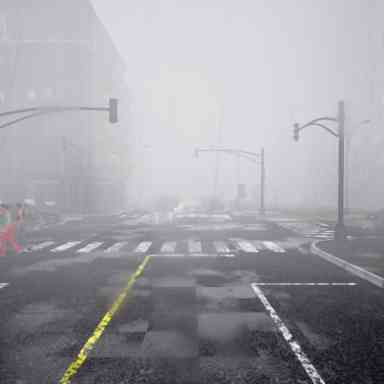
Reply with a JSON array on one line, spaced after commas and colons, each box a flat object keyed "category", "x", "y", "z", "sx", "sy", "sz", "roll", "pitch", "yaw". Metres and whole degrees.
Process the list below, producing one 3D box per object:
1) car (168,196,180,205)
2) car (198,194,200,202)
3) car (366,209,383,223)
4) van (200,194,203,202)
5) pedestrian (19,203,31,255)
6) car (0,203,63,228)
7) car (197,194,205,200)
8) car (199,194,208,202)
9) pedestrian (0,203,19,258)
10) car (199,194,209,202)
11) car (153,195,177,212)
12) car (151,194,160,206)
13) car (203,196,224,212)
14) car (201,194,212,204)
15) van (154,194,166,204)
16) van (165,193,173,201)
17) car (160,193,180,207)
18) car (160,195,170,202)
[{"category": "car", "x": -3.144, "y": 1.510, "z": 58.595, "sx": 1.994, "sy": 1.385, "sz": 4.181, "roll": 0, "pitch": 0, "yaw": 0}, {"category": "car", "x": 2.579, "y": 1.488, "z": 60.678, "sx": 1.887, "sy": 1.381, "sz": 4.507, "roll": -1, "pitch": 0, "yaw": 0}, {"category": "car", "x": 14.824, "y": 1.605, "z": 23.737, "sx": 4.181, "sy": 1.385, "sz": 1.994, "roll": 0, "pitch": 1, "yaw": 1}, {"category": "van", "x": 2.582, "y": 1.293, "z": 55.032, "sx": 1.690, "sy": 1.788, "sz": 3.998, "roll": -1, "pitch": 0, "yaw": 0}, {"category": "pedestrian", "x": -6.402, "y": 1.290, "z": 12.418, "sx": 0.375, "sy": 1.860, "sz": 0.375, "roll": -1, "pitch": 1, "yaw": 0}, {"category": "car", "x": -10.880, "y": 1.476, "z": 21.321, "sx": 4.892, "sy": 1.490, "sz": 1.837, "roll": 0, "pitch": 1, "yaw": -6}, {"category": "car", "x": 2.576, "y": 1.311, "z": 94.553, "sx": 1.967, "sy": 1.590, "sz": 4.097, "roll": -1, "pitch": 0, "yaw": 0}, {"category": "car", "x": 2.565, "y": 1.351, "z": 77.615, "sx": 1.967, "sy": 1.590, "sz": 4.097, "roll": -1, "pitch": 0, "yaw": 0}, {"category": "pedestrian", "x": -6.214, "y": 1.291, "z": 11.223, "sx": 0.375, "sy": 1.860, "sz": 0.375, "roll": -1, "pitch": 1, "yaw": 0}, {"category": "car", "x": 2.565, "y": 1.363, "z": 71.969, "sx": 1.967, "sy": 1.590, "sz": 4.097, "roll": -1, "pitch": 0, "yaw": 0}, {"category": "car", "x": -3.139, "y": 1.450, "z": 39.316, "sx": 1.882, "sy": 1.535, "sz": 5.008, "roll": 0, "pitch": 0, "yaw": 0}, {"category": "car", "x": -5.762, "y": 1.518, "z": 54.990, "sx": 1.947, "sy": 1.339, "sz": 4.313, "roll": -1, "pitch": 0, "yaw": 0}, {"category": "car", "x": 2.604, "y": 1.519, "z": 38.095, "sx": 1.887, "sy": 1.381, "sz": 4.507, "roll": -1, "pitch": 0, "yaw": 0}, {"category": "car", "x": 2.596, "y": 1.407, "z": 43.740, "sx": 1.967, "sy": 1.590, "sz": 4.097, "roll": -1, "pitch": 0, "yaw": 0}, {"category": "van", "x": -5.772, "y": 1.284, "z": 60.635, "sx": 1.690, "sy": 1.788, "sz": 3.998, "roll": -1, "pitch": 0, "yaw": 0}, {"category": "van", "x": -5.796, "y": 1.239, "z": 83.221, "sx": 1.690, "sy": 1.788, "sz": 3.998, "roll": -1, "pitch": 0, "yaw": 0}, {"category": "car", "x": -3.145, "y": 1.313, "z": 48.630, "sx": 2.097, "sy": 1.767, "sz": 4.553, "roll": 0, "pitch": 0, "yaw": 0}, {"category": "car", "x": -5.781, "y": 1.467, "z": 71.927, "sx": 1.887, "sy": 1.381, "sz": 4.507, "roll": -1, "pitch": 0, "yaw": 0}]
